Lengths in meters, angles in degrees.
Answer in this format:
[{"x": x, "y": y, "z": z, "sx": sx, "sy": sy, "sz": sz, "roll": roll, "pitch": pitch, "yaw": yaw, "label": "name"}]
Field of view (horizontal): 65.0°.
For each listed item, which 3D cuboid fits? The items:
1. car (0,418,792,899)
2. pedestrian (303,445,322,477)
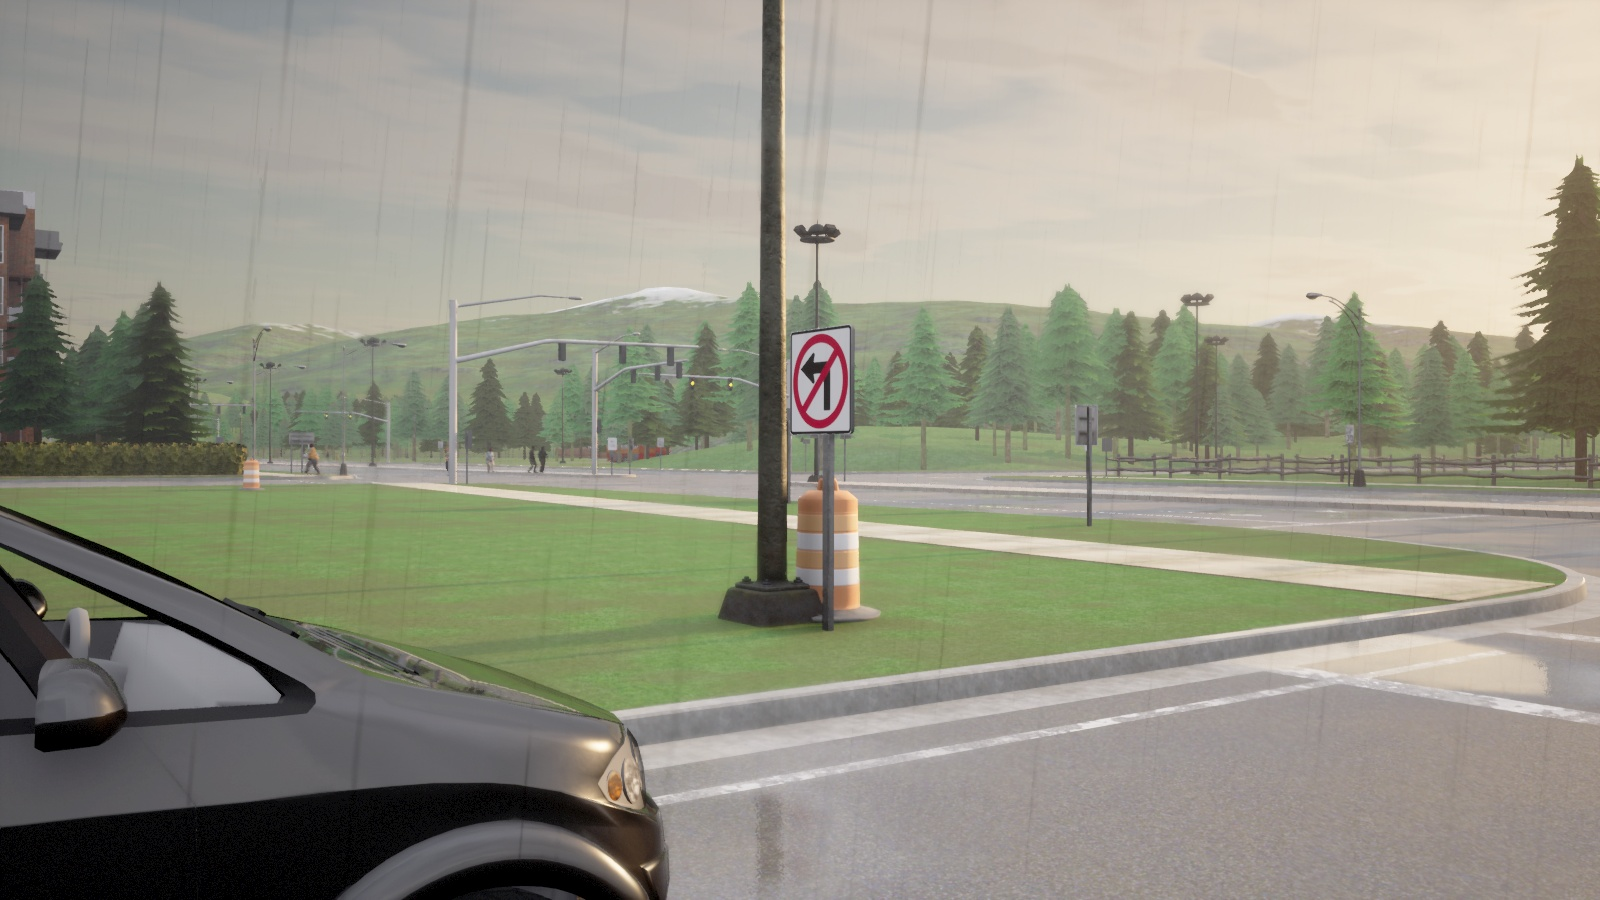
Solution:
[{"x": -2.048, "y": 0.733, "z": 2.232, "sx": 3.705, "sy": 1.549, "sz": 1.789, "roll": 0, "pitch": 0, "yaw": -35, "label": "car"}, {"x": -27.900, "y": 0.619, "z": 71.861, "sx": 0.900, "sy": 1.855, "sz": 0.874, "roll": 0, "pitch": 0, "yaw": -25, "label": "pedestrian"}]
